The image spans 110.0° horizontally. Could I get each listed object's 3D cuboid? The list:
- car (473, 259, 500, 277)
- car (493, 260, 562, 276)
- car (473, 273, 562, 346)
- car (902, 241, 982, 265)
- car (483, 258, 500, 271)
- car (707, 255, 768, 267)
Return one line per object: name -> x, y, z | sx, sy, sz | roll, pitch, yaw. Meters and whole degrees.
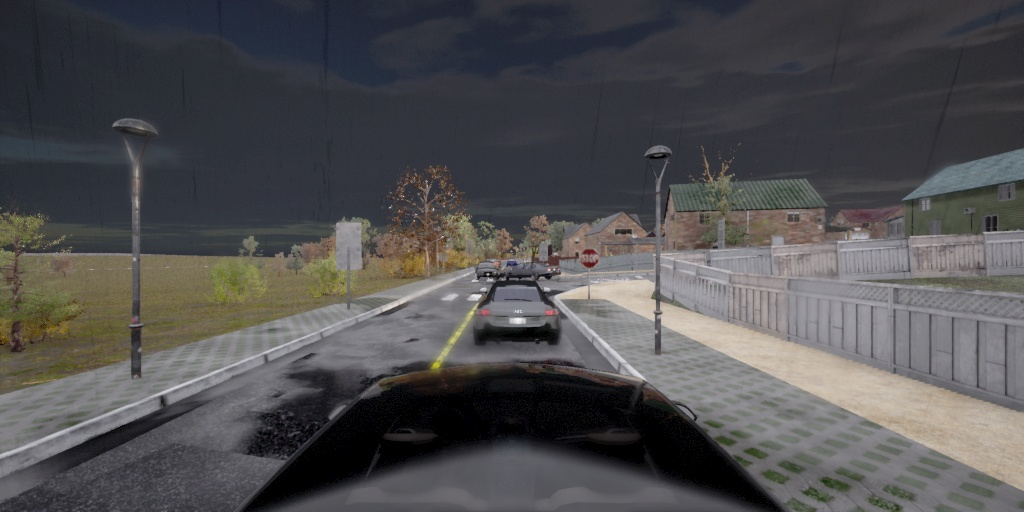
car -> -2.273, 1.258, 31.363 | 1.837, 1.490, 4.892 | 0, 0, -8
car -> 1.316, 1.198, 28.455 | 5.357, 1.411, 2.033 | -4, -3, 43
car -> 0.096, 1.313, 9.439 | 1.994, 1.385, 4.181 | 0, 0, -1
car -> 23.874, -0.208, 20.426 | 4.902, 1.511, 2.128 | -3, 0, 14
car -> -2.885, 1.121, 51.181 | 2.097, 1.767, 4.553 | 0, 0, 1
car -> 14.371, 0.413, 22.841 | 4.181, 1.385, 1.994 | -3, 0, 16
